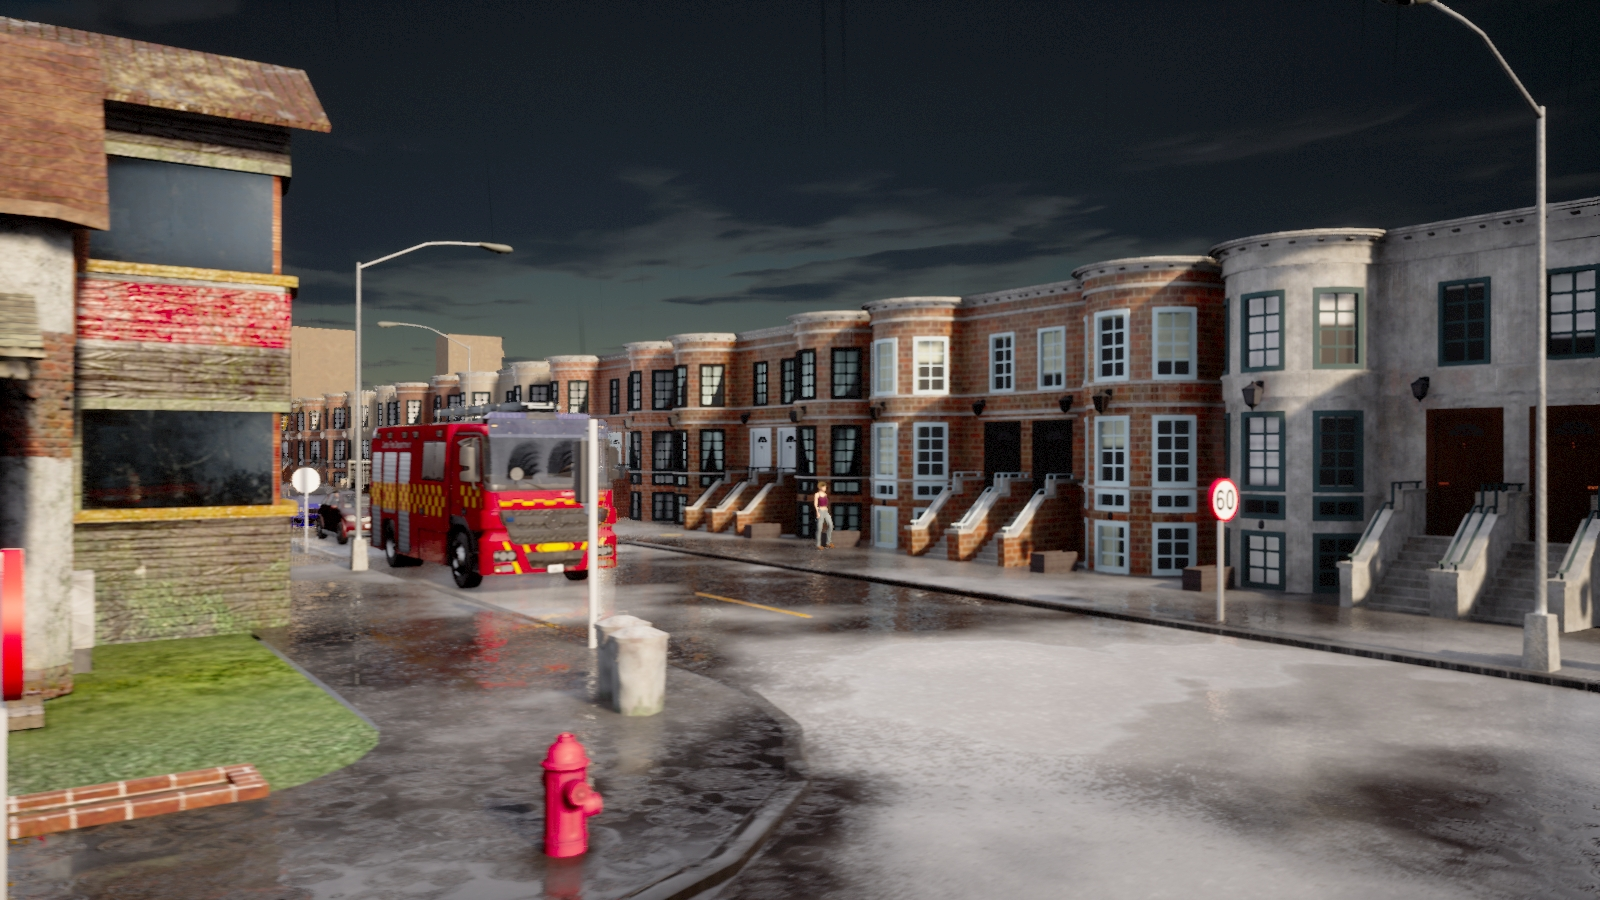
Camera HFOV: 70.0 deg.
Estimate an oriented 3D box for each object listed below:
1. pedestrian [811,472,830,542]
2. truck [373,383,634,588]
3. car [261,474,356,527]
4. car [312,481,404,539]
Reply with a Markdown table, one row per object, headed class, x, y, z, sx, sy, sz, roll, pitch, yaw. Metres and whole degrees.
| class | x | y | z | sx | sy | sz | roll | pitch | yaw |
| --- | --- | --- | --- | --- | --- | --- | --- | --- | --- |
| pedestrian | 0.549 | 1.523 | 30.607 | 0.375 | 1.860 | 0.375 | 0 | 0 | -39 |
| truck | -6.951 | 0.671 | 25.621 | 2.891 | 3.827 | 8.468 | 0 | 0 | -35 |
| car | -17.659 | 1.748 | 40.915 | 2.242 | 1.667 | 4.611 | 0 | 0 | -35 |
| car | -13.645 | 1.798 | 35.169 | 1.789 | 1.549 | 3.705 | 0 | 1 | -35 |
